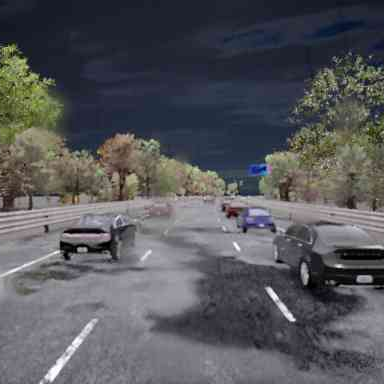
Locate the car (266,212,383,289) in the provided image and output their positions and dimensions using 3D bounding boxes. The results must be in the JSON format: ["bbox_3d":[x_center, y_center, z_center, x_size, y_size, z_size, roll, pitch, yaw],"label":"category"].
[{"bbox_3d":[3.563,1.544,9.230,1.837,1.490,4.892,0,0,1],"label":"car"}]

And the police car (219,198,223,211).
[{"bbox_3d":[4.684,1.614,41.952,1.930,1.638,5.238,0,0,3],"label":"police car"}]

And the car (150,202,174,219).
[{"bbox_3d":[-2.745,1.653,30.608,1.812,1.442,4.674,0,0,2],"label":"car"}]

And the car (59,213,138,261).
[{"bbox_3d":[-3.267,1.540,12.451,2.128,1.511,4.902,0,0,1],"label":"car"}]

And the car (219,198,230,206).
[{"bbox_3d":[6.181,1.852,63.544,2.033,1.411,5.357,0,0,5],"label":"car"}]

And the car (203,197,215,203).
[{"bbox_3d":[3.535,1.811,73.874,1.895,1.301,4.718,0,0,6],"label":"car"}]

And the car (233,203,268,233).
[{"bbox_3d":[3.783,1.610,20.105,1.812,1.442,4.674,0,0,2],"label":"car"}]

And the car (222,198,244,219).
[{"bbox_3d":[4.154,1.611,30.977,1.882,1.535,5.008,0,0,2],"label":"car"}]

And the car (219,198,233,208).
[{"bbox_3d":[5.353,1.738,52.698,2.128,1.511,4.902,0,0,4],"label":"car"}]
